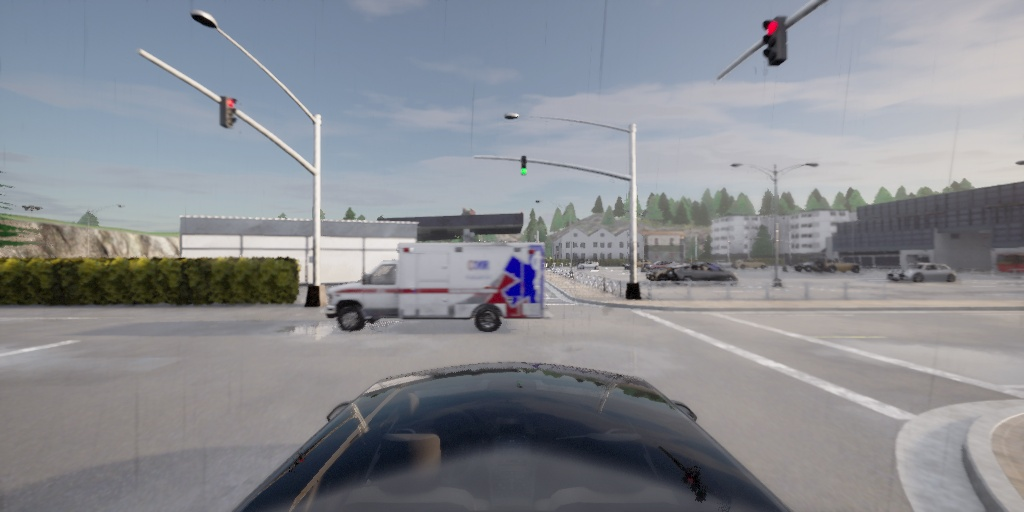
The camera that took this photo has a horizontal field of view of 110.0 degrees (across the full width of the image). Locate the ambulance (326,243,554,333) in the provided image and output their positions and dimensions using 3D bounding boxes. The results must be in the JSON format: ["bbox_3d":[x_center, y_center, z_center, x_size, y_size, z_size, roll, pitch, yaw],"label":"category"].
[{"bbox_3d":[-2.036,0.877,10.724,6.366,2.431,2.351,0,-1,0],"label":"ambulance"}]
